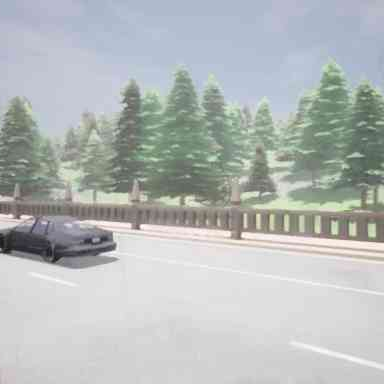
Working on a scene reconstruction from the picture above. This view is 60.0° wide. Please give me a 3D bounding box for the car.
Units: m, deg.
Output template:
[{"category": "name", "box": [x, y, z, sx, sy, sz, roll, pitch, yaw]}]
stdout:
[{"category": "car", "box": [-5.054, 1.555, 11.897, 5.357, 1.411, 2.033, 0, 0, 36]}]
